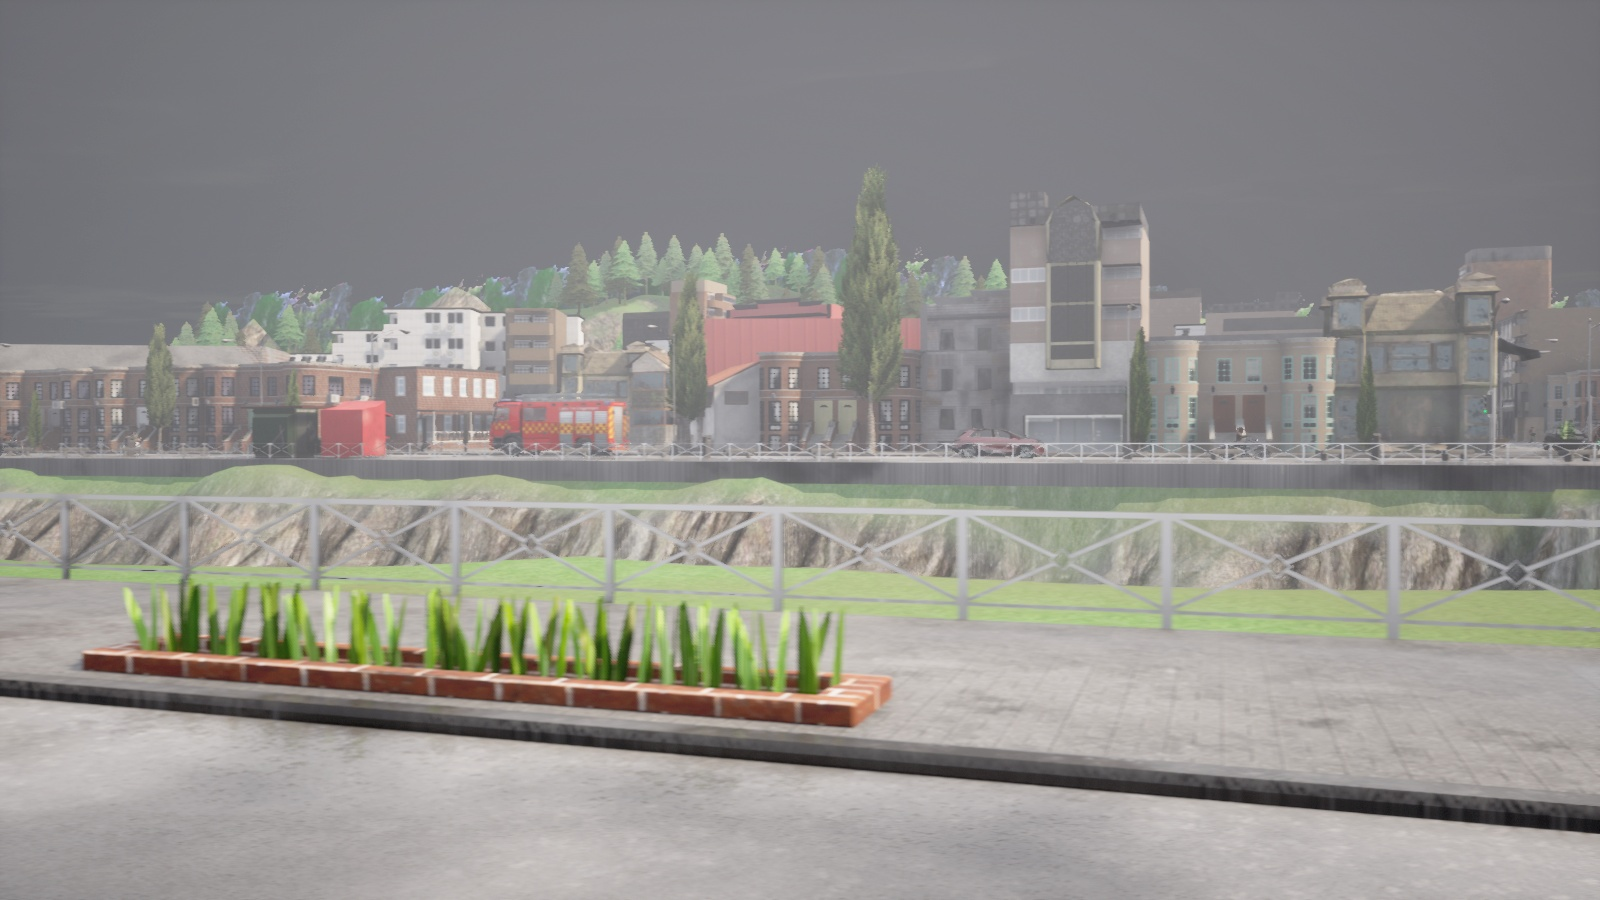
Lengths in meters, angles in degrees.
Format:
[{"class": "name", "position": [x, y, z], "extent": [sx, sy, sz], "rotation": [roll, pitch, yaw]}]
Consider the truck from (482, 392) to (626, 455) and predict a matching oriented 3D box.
[{"class": "truck", "position": [-15.330, -1.650, 78.136], "extent": [8.468, 3.827, 2.891], "rotation": [1, 1, 19]}]

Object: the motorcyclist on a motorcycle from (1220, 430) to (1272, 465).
[{"class": "motorcyclist on a motorcycle", "position": [21.811, -0.125, 61.497], "extent": [2.350, 1.649, 0.766], "rotation": [1, 1, 19]}]

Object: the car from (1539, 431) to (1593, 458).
[{"class": "car", "position": [50.992, -0.393, 83.676], "extent": [2.033, 1.649, 4.856], "rotation": [1, 2, 19]}]

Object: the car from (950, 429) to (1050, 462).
[{"class": "car", "position": [10.413, -0.251, 65.314], "extent": [4.856, 1.649, 2.033], "rotation": [1, 1, 19]}]
